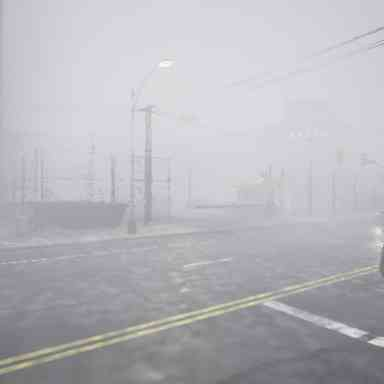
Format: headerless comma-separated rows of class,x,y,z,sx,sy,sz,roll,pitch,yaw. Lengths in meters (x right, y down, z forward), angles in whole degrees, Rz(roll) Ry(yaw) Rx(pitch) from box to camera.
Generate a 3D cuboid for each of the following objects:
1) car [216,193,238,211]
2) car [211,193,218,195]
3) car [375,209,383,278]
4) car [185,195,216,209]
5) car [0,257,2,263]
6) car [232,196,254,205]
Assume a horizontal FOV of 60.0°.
car,5.512,1.319,39.100,4.553,1.767,2.185,0,0,-36
car,6.635,1.503,66.305,4.786,1.482,2.161,0,0,-36
car,6.938,1.376,8.687,4.553,1.767,2.097,0,0,-35
car,1.041,1.470,45.244,4.193,1.474,1.816,0,0,-36
car,-7.327,1.543,7.366,5.357,1.411,2.033,0,0,-35
car,9.536,1.556,62.158,3.806,1.475,1.970,0,0,-36
